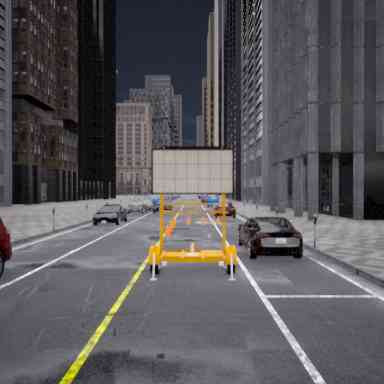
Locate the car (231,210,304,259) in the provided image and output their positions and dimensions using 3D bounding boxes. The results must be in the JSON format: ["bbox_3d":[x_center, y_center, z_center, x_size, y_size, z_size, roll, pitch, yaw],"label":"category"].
[{"bbox_3d":[2.788,1.564,12.453,1.947,1.339,4.313,0,0,0],"label":"car"}]

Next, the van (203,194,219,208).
[{"bbox_3d":[2.863,1.332,46.297,1.690,1.788,3.998,0,0,0],"label":"van"}]

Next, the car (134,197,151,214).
[{"bbox_3d":[-5.687,1.544,35.030,2.008,1.369,4.403,0,0,0],"label":"car"}]

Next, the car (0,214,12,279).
[{"bbox_3d":[-5.751,1.314,6.827,2.192,1.841,5.009,0,0,0],"label":"car"}]

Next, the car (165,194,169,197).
[{"bbox_3d":[-5.637,1.429,57.593,1.967,1.590,4.097,0,0,0],"label":"car"}]

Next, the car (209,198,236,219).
[{"bbox_3d":[2.825,1.539,29.375,1.887,1.381,4.507,0,0,0],"label":"car"}]

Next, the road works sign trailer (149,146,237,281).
[{"bbox_3d":[0.022,0.462,9.845,2.380,3.560,2.880,0,0,0],"label":"road works sign trailer"}]

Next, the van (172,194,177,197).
[{"bbox_3d":[-5.574,1.322,85.798,1.690,1.788,3.998,0,0,0],"label":"van"}]

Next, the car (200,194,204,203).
[{"bbox_3d":[2.901,1.569,63.219,1.802,1.307,4.206,0,0,0],"label":"car"}]

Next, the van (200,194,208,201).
[{"bbox_3d":[2.939,1.324,80.141,1.690,1.788,3.998,0,0,0],"label":"van"}]

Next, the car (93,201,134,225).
[{"bbox_3d":[-5.712,1.562,23.749,1.947,1.339,4.313,0,0,0],"label":"car"}]

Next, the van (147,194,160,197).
[{"bbox_3d":[-5.663,1.332,46.312,1.690,1.788,3.998,0,0,0],"label":"van"}]

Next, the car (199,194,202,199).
[{"bbox_3d":[2.914,1.568,68.860,1.802,1.307,4.206,0,0,0],"label":"car"}]

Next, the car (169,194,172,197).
[{"bbox_3d":[-5.625,1.303,63.235,2.192,1.841,5.009,0,0,0],"label":"car"}]

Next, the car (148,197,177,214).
[{"bbox_3d":[-3.020,1.541,35.040,2.033,1.411,5.357,0,0,0],"label":"car"}]
